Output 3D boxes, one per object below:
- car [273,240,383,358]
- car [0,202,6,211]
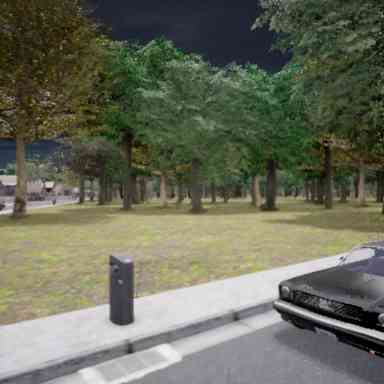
[{"bbox_3d":[3.585,1.599,5.782,4.718,1.301,1.895,0,0,-36],"label":"car"},{"bbox_3d":[-25.993,1.714,43.317,2.097,1.767,4.553,0,0,-11],"label":"car"}]
